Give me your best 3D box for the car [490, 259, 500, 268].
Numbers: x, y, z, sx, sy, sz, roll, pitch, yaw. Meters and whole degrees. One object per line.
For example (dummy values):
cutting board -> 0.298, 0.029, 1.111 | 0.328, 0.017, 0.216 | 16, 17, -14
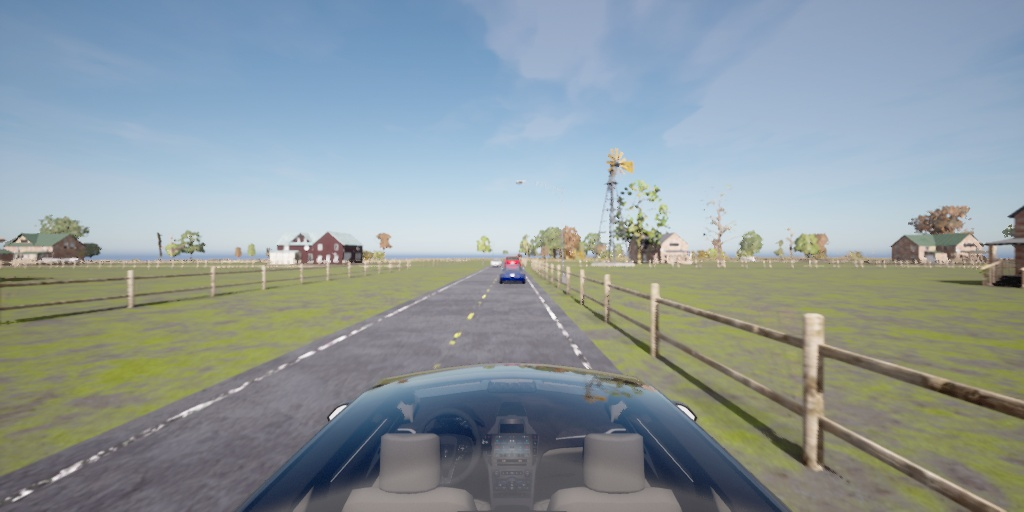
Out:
car -> -2.802, 1.273, 62.955 | 1.812, 1.442, 4.674 | 0, 0, 1

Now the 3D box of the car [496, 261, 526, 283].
car -> 0.050, 1.319, 27.629 | 1.994, 1.385, 4.181 | 0, 0, 1

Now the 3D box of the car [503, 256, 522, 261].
car -> 0.068, 0.974, 45.699 | 2.150, 2.045, 5.566 | 0, 0, 0
